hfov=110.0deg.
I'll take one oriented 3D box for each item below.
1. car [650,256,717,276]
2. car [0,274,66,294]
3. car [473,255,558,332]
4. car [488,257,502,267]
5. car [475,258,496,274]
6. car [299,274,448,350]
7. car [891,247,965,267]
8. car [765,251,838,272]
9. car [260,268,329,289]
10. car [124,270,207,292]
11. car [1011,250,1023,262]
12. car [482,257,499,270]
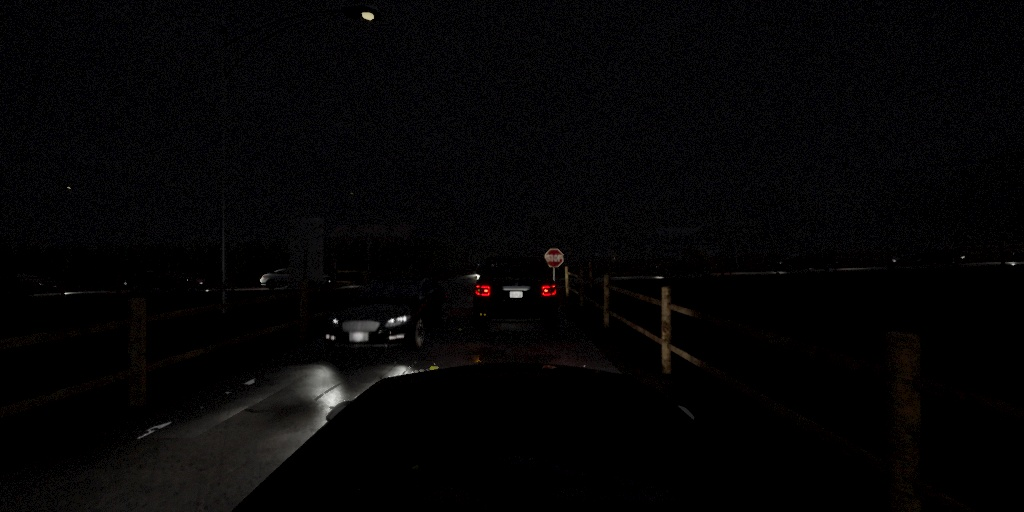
[{"bbox_3d":[13.674,0.777,28.776,5.008,1.535,1.882,-2,-2,-1],"label":"car"},{"bbox_3d":[-35.099,1.997,25.722,4.674,1.442,1.812,-1,-2,0],"label":"car"},{"bbox_3d":[0.058,0.976,10.969,2.150,2.045,5.566,0,0,-1],"label":"car"},{"bbox_3d":[-2.954,1.056,63.023,2.097,1.767,4.553,0,0,0],"label":"car"},{"bbox_3d":[-2.942,1.081,41.263,2.097,1.767,4.553,0,0,0],"label":"car"},{"bbox_3d":[-2.870,1.245,9.152,2.128,1.511,4.902,0,0,0],"label":"car"},{"bbox_3d":[33.221,0.039,28.854,4.902,1.511,2.128,-2,-2,0],"label":"car"},{"bbox_3d":[23.152,0.416,28.829,5.008,1.535,1.882,-2,-2,0],"label":"car"},{"bbox_3d":[-15.445,1.589,25.763,4.674,1.442,1.812,-1,-2,0],"label":"car"},{"bbox_3d":[-24.774,1.754,25.743,4.902,1.511,2.128,-1,-2,0],"label":"car"},{"bbox_3d":[43.376,-0.327,28.848,4.674,1.442,1.812,-2,-2,0],"label":"car"},{"bbox_3d":[-2.950,1.070,50.843,2.097,1.767,4.553,0,0,0],"label":"car"}]
